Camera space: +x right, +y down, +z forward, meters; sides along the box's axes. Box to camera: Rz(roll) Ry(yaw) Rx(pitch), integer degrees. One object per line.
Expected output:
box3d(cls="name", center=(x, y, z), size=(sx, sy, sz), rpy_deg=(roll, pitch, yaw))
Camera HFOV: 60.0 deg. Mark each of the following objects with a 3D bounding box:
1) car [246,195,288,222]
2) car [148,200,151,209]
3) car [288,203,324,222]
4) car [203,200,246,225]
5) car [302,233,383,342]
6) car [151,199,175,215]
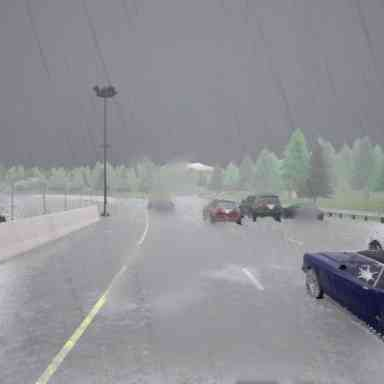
box3d(cls="car", center=(5.349, 1.221, 26.545), size=(2.150, 2.045, 5.566), rpy_deg=(0, 0, -7))
box3d(cls="car", center=(-4.731, 1.601, 43.847), size=(1.895, 1.301, 4.718), rpy_deg=(0, 0, -13))
box3d(cls="car", center=(8.823, 1.564, 26.846), size=(1.994, 1.385, 4.181), rpy_deg=(0, 0, -7))
box3d(cls="car", center=(2.084, 1.352, 24.185), size=(2.097, 1.767, 4.553), rpy_deg=(0, 0, -6))
box3d(cls="car", center=(3.464, 1.601, 5.486), size=(1.895, 1.301, 4.718), rpy_deg=(0, 0, -1))
box3d(cls="car", center=(-2.939, 1.478, 34.582), size=(1.882, 1.535, 5.008), rpy_deg=(0, 0, -10))
